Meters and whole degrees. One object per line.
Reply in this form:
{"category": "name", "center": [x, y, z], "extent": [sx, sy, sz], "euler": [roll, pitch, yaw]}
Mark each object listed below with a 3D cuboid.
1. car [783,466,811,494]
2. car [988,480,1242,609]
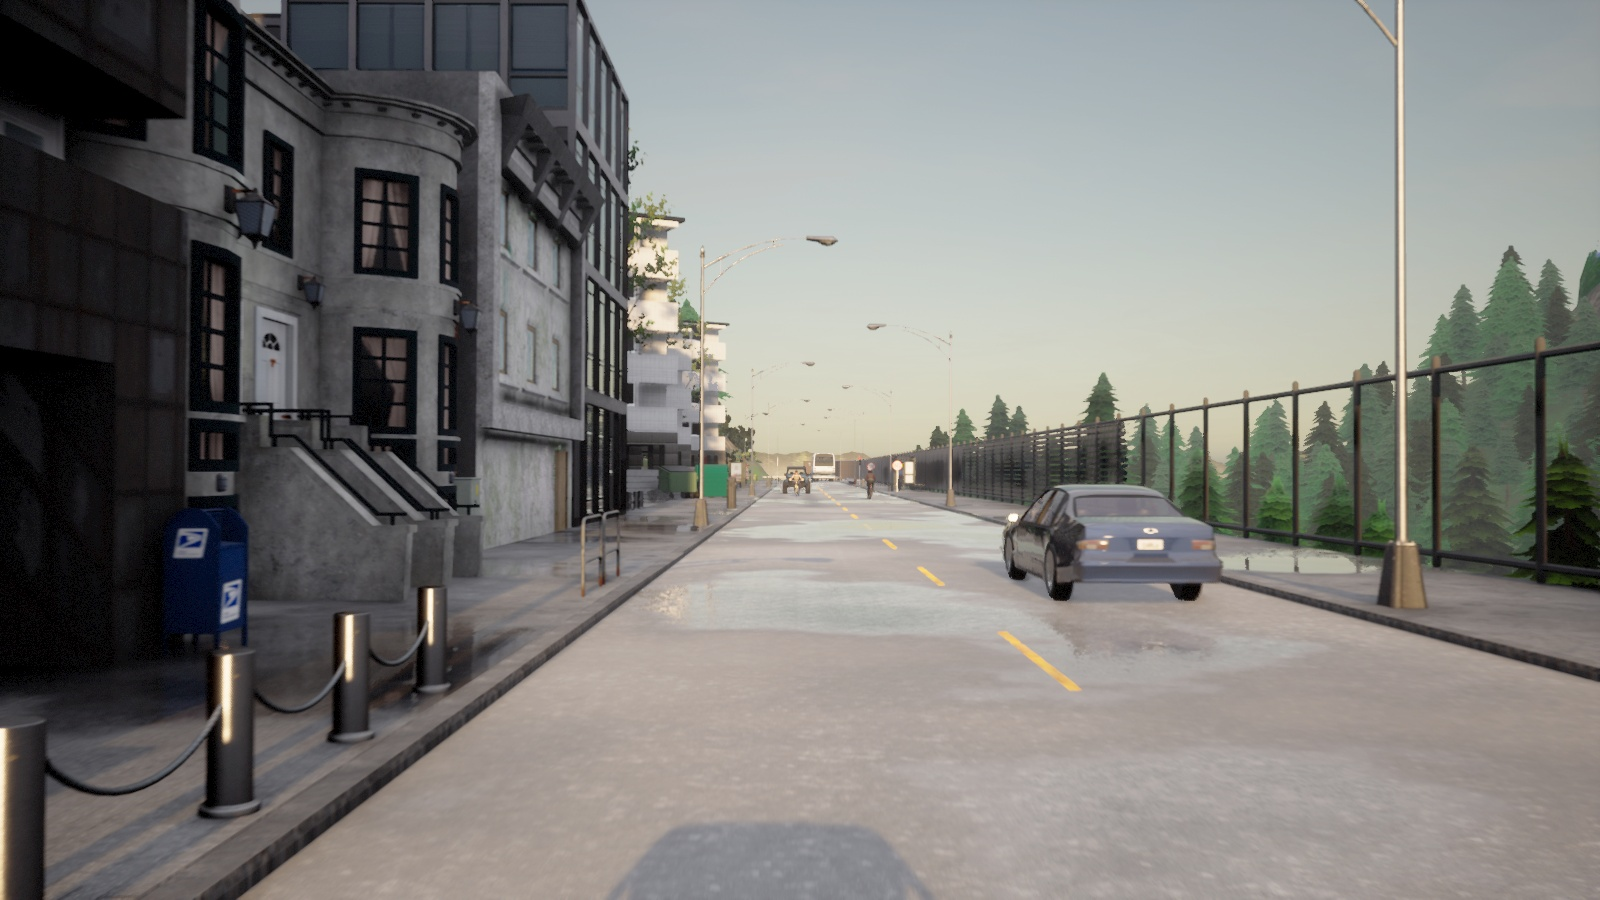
{"category": "car", "center": [-0.222, 2.057, 86.327], "extent": [1.905, 1.878, 3.866], "euler": [0, -1, 0]}
{"category": "car", "center": [3.955, 1.128, 16.851], "extent": [2.033, 1.411, 5.357], "euler": [0, -1, 0]}
